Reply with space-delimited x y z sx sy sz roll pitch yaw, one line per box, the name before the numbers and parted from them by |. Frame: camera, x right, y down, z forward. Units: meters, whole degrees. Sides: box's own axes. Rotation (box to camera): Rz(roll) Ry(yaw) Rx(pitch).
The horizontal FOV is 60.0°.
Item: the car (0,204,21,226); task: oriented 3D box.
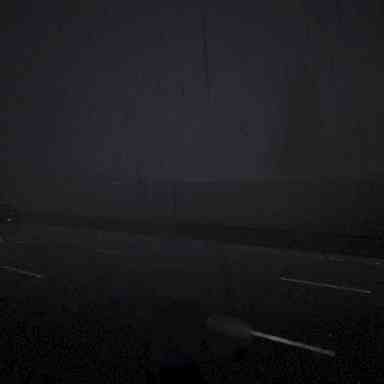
car | -13.323 1.523 22.092 4.902 1.511 2.128 0 0 35
